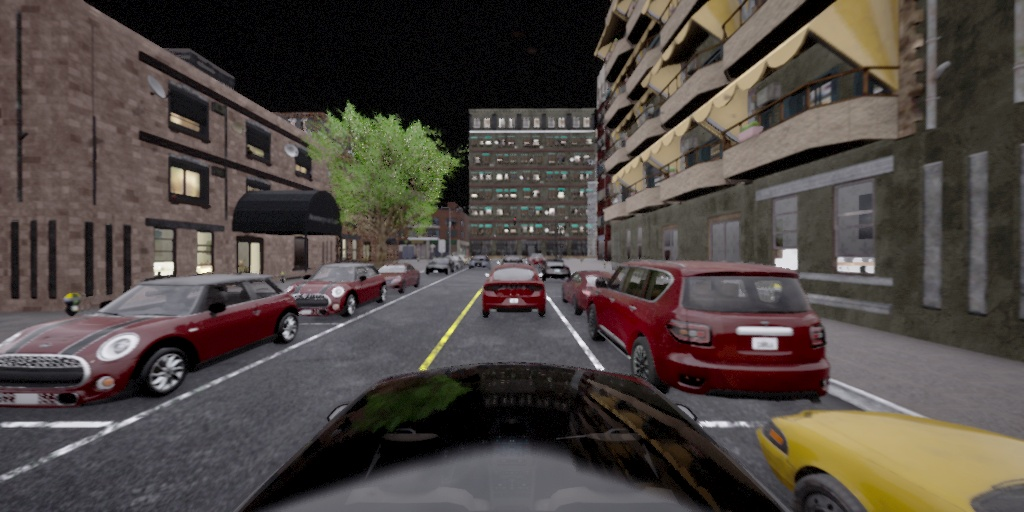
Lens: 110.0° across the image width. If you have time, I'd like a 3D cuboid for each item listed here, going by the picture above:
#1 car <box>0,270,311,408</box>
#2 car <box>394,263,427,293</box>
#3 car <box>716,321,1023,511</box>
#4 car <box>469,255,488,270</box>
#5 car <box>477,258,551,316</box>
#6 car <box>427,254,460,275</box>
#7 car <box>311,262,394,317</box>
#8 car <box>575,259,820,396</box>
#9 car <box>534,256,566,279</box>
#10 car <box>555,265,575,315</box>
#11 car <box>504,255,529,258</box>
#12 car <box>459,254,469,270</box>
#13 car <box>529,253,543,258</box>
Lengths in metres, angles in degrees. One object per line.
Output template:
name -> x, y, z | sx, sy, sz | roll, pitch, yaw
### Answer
car -> -5.662, 1.093, 6.176 | 1.967, 1.591, 4.097 | 0, 0, 0
car -> -5.675, 0.991, 17.547 | 1.802, 1.307, 4.207 | 0, 0, 0
car -> 2.692, 1.300, 0.729 | 1.751, 1.417, 4.829 | 0, 0, 0
car -> -3.126, 0.596, 35.204 | 1.994, 1.385, 4.181 | 0, 1, 0
car -> 0.065, 1.002, 12.184 | 1.882, 1.535, 5.008 | 0, 1, 0
car -> -5.689, 0.732, 28.917 | 1.948, 1.339, 4.313 | 0, 0, 0
car -> -5.669, 0.971, 11.863 | 1.967, 1.591, 4.097 | 0, 0, 0
car -> 2.686, 0.967, 6.246 | 2.192, 1.841, 5.009 | 0, 0, 0
car -> 2.665, 0.852, 23.301 | 1.948, 1.339, 4.313 | 0, 0, 0
car -> 2.679, 1.112, 11.931 | 1.802, 1.307, 4.207 | 0, 0, 0
car -> 0.052, 0.655, 29.013 | 2.128, 1.511, 4.902 | 0, 1, 0
car -> -5.696, 0.596, 34.604 | 2.007, 1.370, 4.403 | 0, 0, 0
car -> 2.692, 0.363, 40.354 | 1.967, 1.591, 4.097 | 0, 0, 0
